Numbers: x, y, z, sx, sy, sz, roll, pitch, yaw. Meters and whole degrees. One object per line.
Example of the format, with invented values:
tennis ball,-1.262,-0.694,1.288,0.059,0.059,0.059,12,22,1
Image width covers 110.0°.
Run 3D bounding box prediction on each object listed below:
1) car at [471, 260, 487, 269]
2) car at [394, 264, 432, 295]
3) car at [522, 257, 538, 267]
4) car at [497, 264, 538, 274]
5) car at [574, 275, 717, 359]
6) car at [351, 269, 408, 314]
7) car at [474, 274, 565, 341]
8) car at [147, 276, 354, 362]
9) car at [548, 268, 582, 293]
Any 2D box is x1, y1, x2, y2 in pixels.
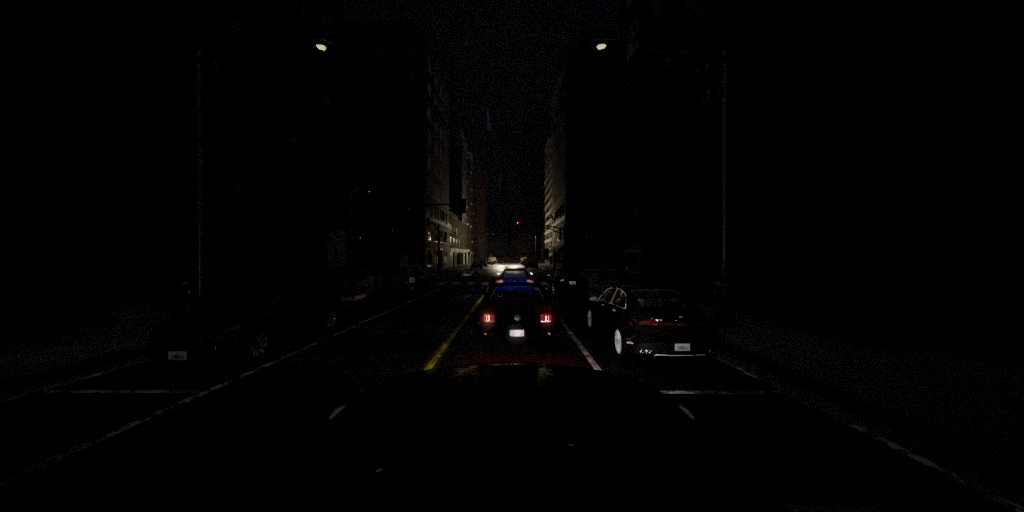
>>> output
car,-5.457,1.368,56.347,1.802,1.307,4.207,0,0,0
car,-5.612,1.190,19.246,1.967,1.591,4.097,0,0,0
car,3.069,1.225,56.306,1.967,1.591,4.097,0,0,0
car,0.151,1.314,18.600,1.994,1.385,4.181,0,0,1
car,2.877,1.300,8.215,2.007,1.370,4.403,0,0,0
car,-5.631,1.332,13.744,1.802,1.307,4.207,0,0,0
car,0.121,1.351,9.840,1.895,1.301,4.718,0,0,0
car,-5.648,1.316,8.243,1.948,1.339,4.313,0,0,0
car,2.913,1.316,19.218,1.948,1.339,4.313,0,0,0
